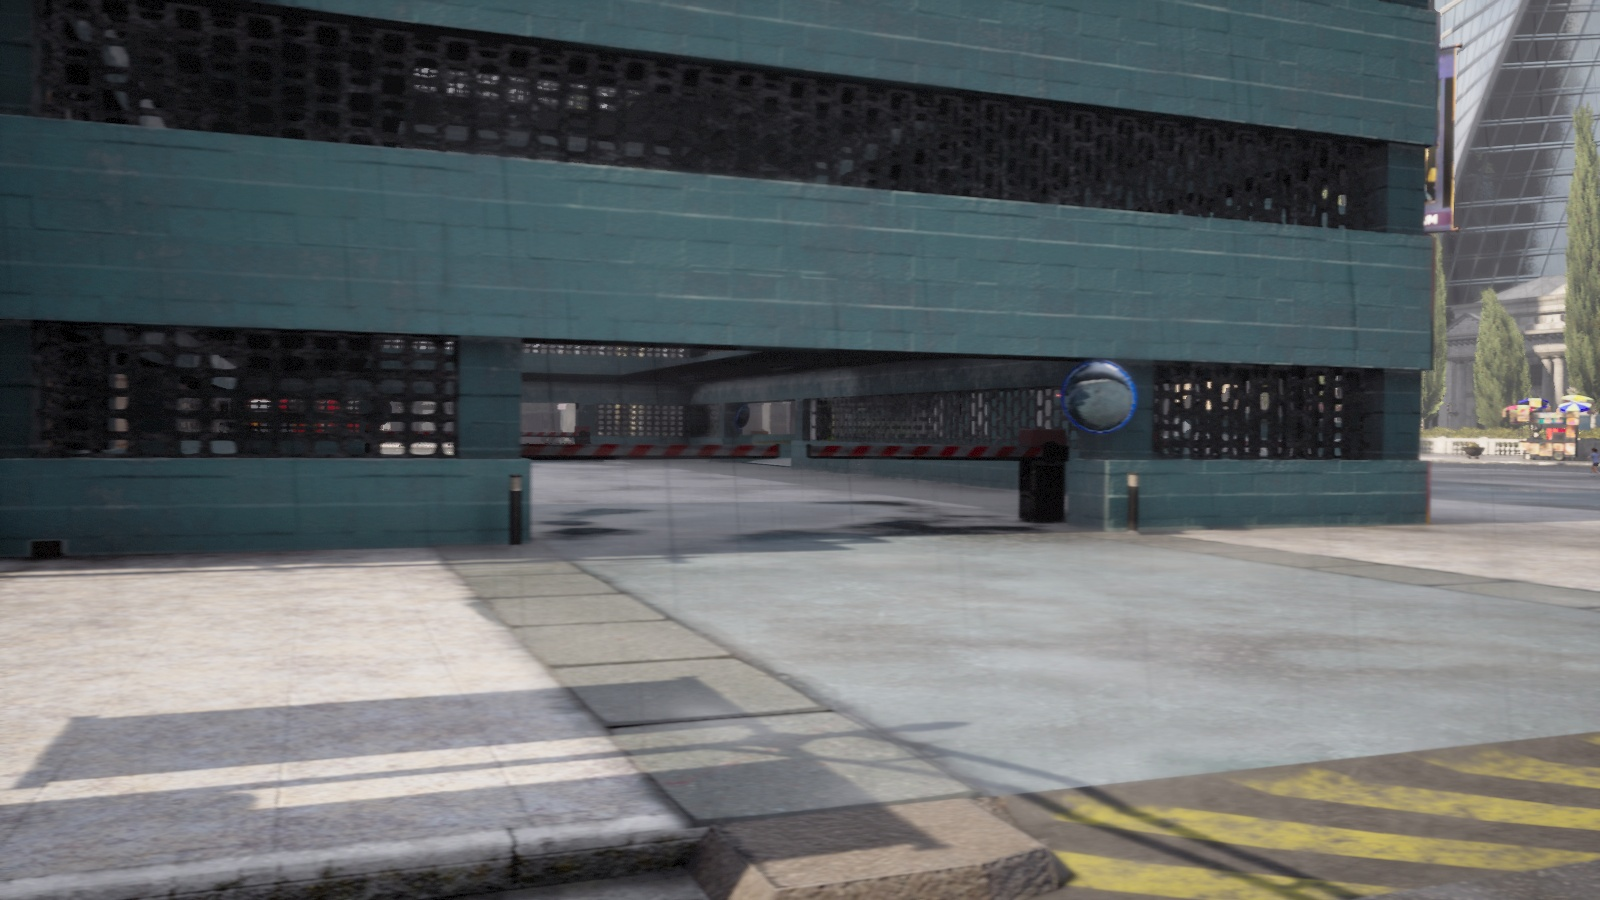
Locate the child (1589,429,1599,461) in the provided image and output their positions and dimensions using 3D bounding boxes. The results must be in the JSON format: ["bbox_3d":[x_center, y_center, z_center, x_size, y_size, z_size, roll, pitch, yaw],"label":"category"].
[{"bbox_3d":[27.934,-0.184,44.037,0.255,1.110,0.394,-1,1,-23],"label":"child"}]

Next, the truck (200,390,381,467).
[{"bbox_3d":[-26.299,-1.142,65.146,8.468,3.827,2.891,-1,1,-21],"label":"truck"}]
